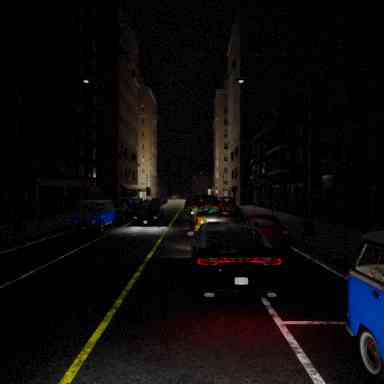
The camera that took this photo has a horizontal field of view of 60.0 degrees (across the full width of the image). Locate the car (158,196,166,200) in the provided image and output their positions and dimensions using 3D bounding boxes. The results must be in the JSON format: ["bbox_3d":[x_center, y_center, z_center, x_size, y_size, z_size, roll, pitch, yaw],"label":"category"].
[{"bbox_3d":[-5.617,1.573,52.404,1.947,1.339,4.313,0,0,0],"label":"car"}]

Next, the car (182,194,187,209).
[{"bbox_3d":[0.062,1.357,45.504,2.097,1.767,4.553,0,0,0],"label":"car"}]

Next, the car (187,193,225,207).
[{"bbox_3d":[0.924,1.225,24.594,2.150,2.045,5.566,0,0,0],"label":"car"}]

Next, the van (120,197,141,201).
[{"bbox_3d":[-5.640,1.342,30.398,1.690,1.788,3.998,0,0,0],"label":"van"}]

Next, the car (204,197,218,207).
[{"bbox_3d":[2.908,1.558,52.395,2.008,1.369,4.403,0,0,0],"label":"car"}]

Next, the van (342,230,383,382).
[{"bbox_3d":[2.857,1.341,2.883,1.690,1.788,3.998,0,0,0],"label":"van"}]

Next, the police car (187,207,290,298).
[{"bbox_3d":[0.908,1.425,8.673,1.930,1.638,5.238,0,0,0],"label":"police car"}]

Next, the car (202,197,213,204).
[{"bbox_3d":[2.919,1.578,63.398,1.947,1.339,4.313,0,0,0],"label":"car"}]

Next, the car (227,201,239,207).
[{"bbox_3d":[2.881,1.582,24.888,1.802,1.307,4.206,0,0,0],"label":"car"}]

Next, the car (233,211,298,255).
[{"bbox_3d":[2.869,1.581,13.886,1.802,1.307,4.206,0,0,0],"label":"car"}]

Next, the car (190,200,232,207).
[{"bbox_3d":[0.918,1.455,18.753,1.801,1.575,5.366,0,0,0],"label":"car"}]

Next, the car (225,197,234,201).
[{"bbox_3d":[2.885,1.316,30.389,2.192,1.841,5.009,0,0,0],"label":"car"}]

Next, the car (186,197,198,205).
[{"bbox_3d":[0.059,1.574,58.905,1.994,1.385,4.181,0,0,0],"label":"car"}]

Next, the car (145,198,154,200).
[{"bbox_3d":[-5.634,1.568,35.900,1.947,1.339,4.313,0,0,0],"label":"car"}]

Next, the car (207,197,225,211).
[{"bbox_3d":[2.897,1.443,41.392,1.967,1.590,4.097,0,0,0],"label":"car"}]

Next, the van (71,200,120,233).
[{"bbox_3d":[-5.651,1.341,19.397,1.690,1.788,3.998,0,0,0],"label":"van"}]

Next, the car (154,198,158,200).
[{"bbox_3d":[-5.628,1.585,41.401,1.802,1.307,4.206,0,0,0],"label":"car"}]

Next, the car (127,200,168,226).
[{"bbox_3d":[-2.976,1.547,23.917,2.033,1.411,5.357,0,0,0],"label":"car"}]

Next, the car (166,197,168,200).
[{"bbox_3d":[-5.612,1.592,57.905,1.802,1.307,4.206,0,0,0],"label":"car"}]

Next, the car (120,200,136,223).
[{"bbox_3d":[-5.645,1.551,24.897,2.008,1.369,4.403,0,0,0],"label":"car"}]

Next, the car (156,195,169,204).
[{"bbox_3d":[-5.606,1.453,63.407,1.967,1.590,4.097,0,0,0],"label":"car"}]
